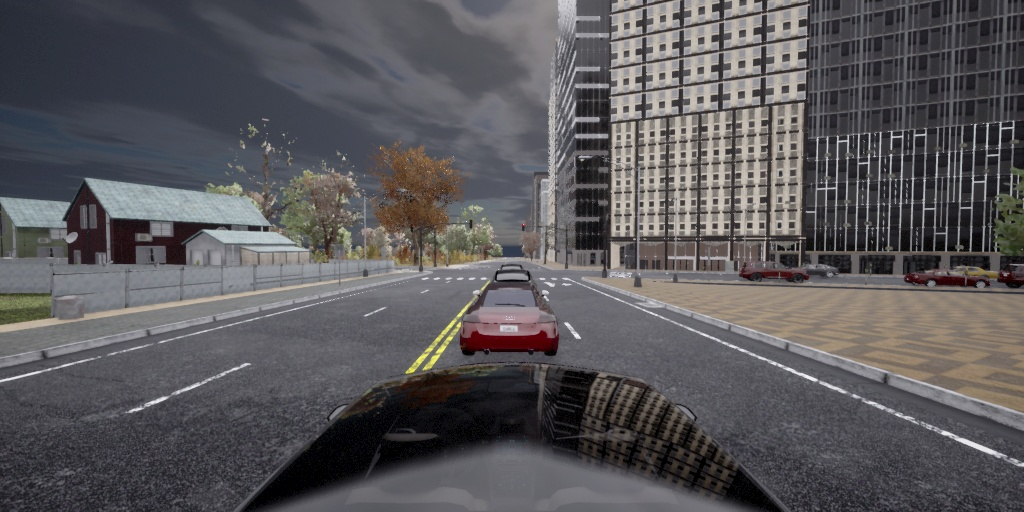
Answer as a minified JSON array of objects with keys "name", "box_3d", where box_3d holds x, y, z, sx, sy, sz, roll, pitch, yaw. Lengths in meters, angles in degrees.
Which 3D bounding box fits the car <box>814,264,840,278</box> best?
[{"name":"car","box_3d":[31.007,1.469,37.171,4.403,1.370,2.007,0,0,20]}]

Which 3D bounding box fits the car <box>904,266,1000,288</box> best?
[{"name":"car","box_3d":[33.631,1.715,27.828,4.507,1.381,1.888,0,0,20]}]

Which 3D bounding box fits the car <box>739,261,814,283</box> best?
[{"name":"car","box_3d":[22.980,1.393,31.714,5.009,1.841,2.192,0,0,20]}]

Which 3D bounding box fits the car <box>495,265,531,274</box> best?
[{"name":"car","box_3d":[0.030,1.251,14.027,1.837,1.490,4.892,0,0,0]}]

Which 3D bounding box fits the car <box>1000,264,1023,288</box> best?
[{"name":"car","box_3d":[38.956,1.530,25.885,5.009,1.841,2.192,0,0,20]}]

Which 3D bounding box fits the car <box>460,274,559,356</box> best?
[{"name":"car","box_3d":[-0.032,1.311,8.642,1.994,1.385,4.181,0,0,1]}]
